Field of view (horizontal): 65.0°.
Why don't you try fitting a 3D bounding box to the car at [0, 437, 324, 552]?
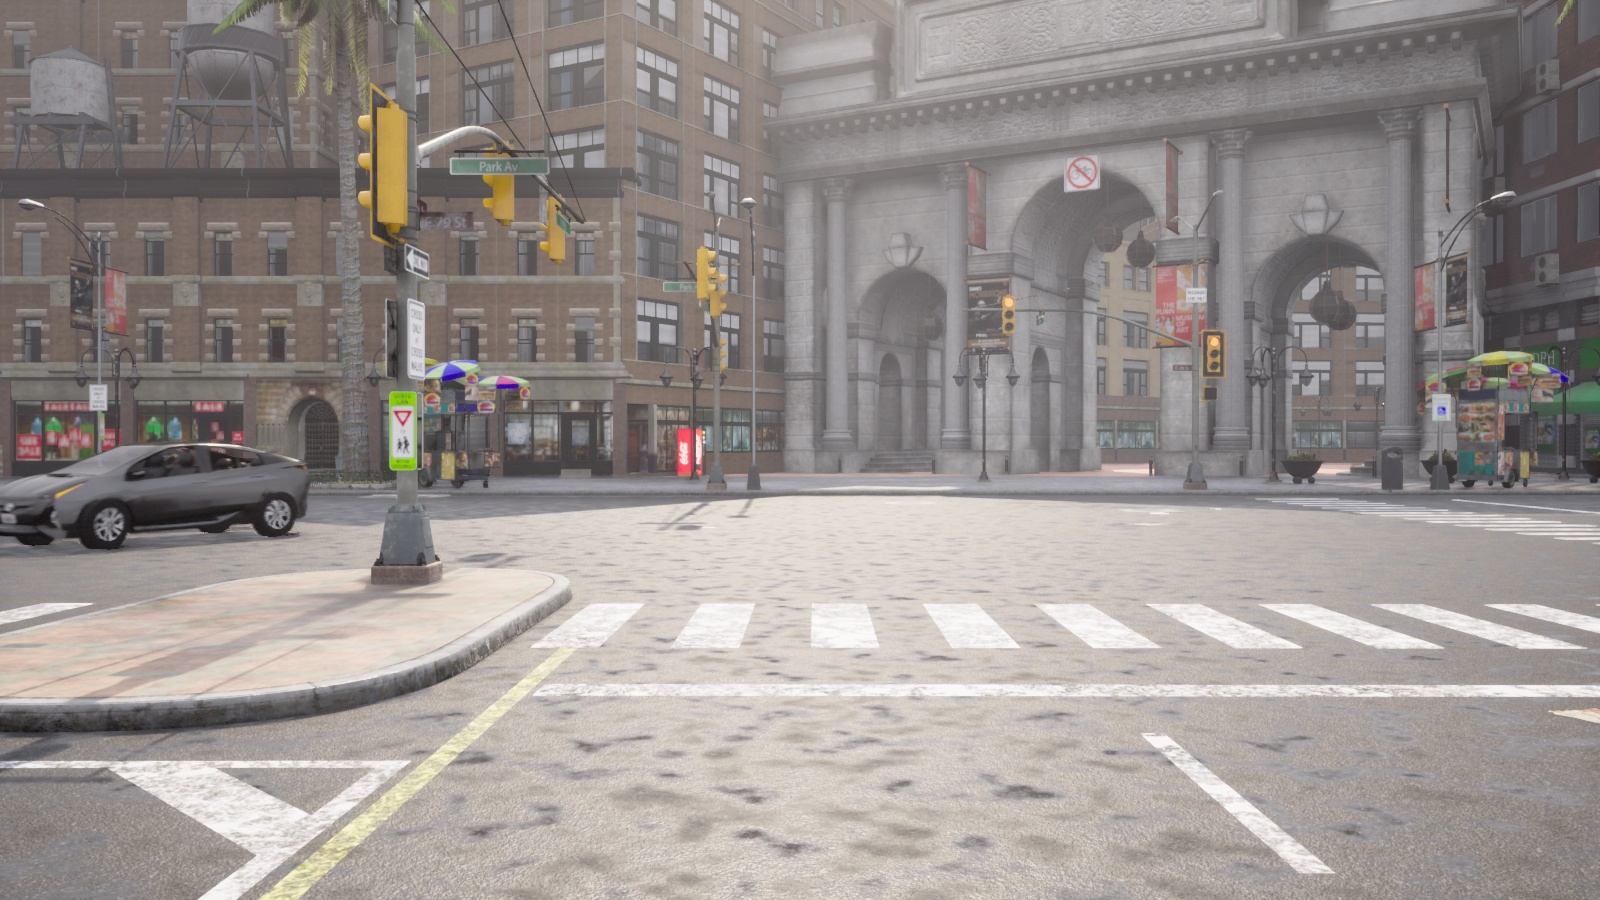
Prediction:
[{"bbox_3d":[-9.797,0.577,19.131,2.007,1.525,4.514,0,0,29],"label":"car"}]
